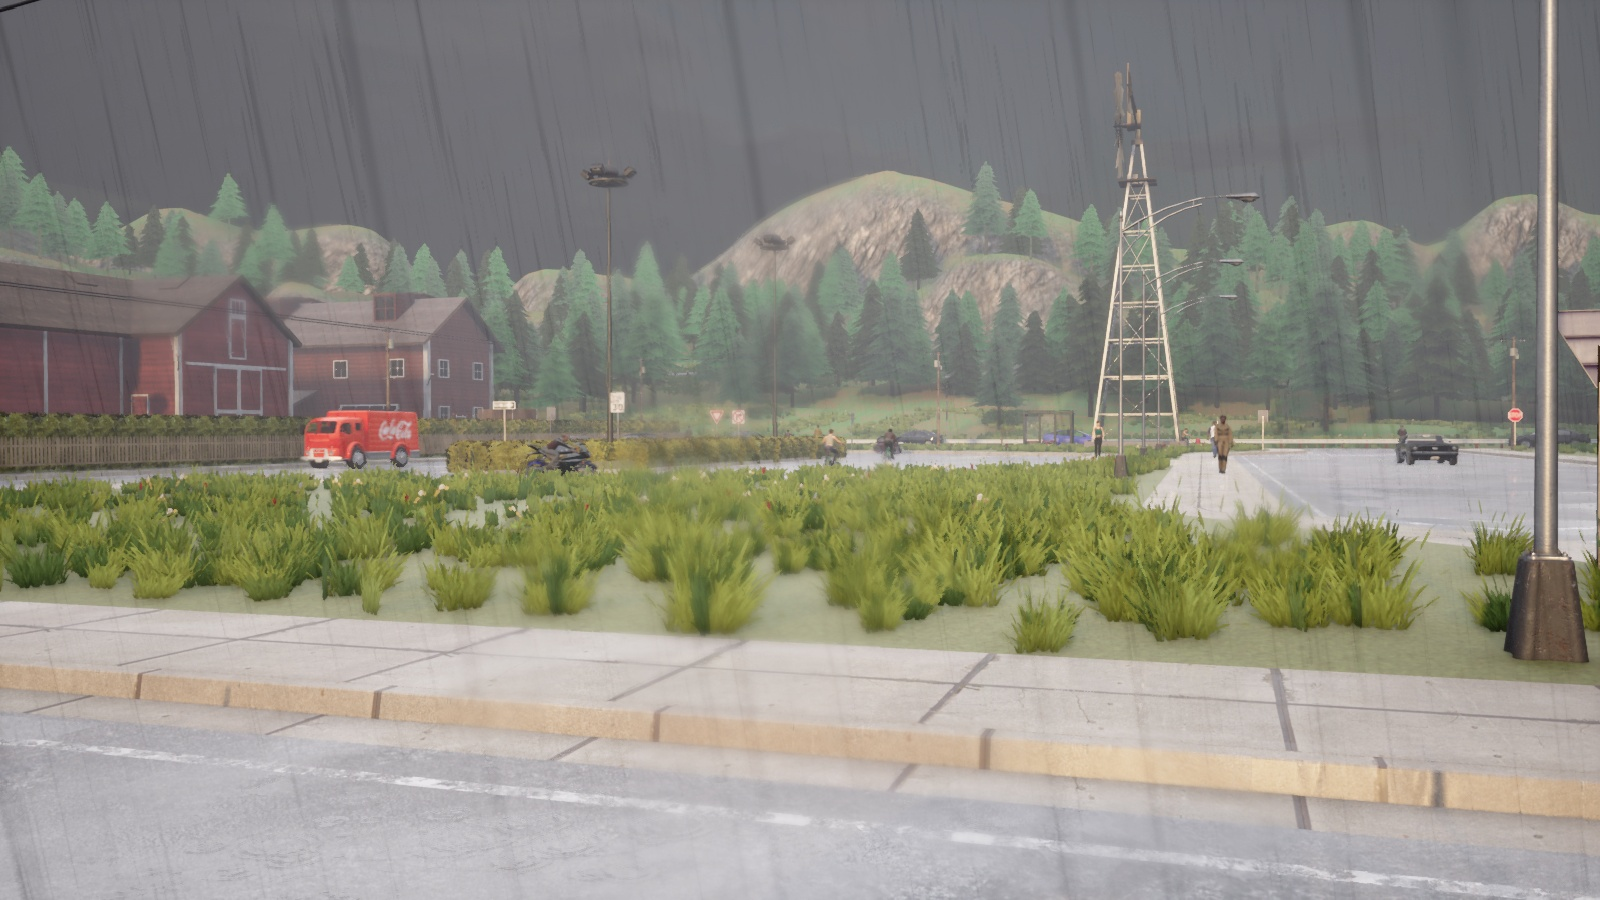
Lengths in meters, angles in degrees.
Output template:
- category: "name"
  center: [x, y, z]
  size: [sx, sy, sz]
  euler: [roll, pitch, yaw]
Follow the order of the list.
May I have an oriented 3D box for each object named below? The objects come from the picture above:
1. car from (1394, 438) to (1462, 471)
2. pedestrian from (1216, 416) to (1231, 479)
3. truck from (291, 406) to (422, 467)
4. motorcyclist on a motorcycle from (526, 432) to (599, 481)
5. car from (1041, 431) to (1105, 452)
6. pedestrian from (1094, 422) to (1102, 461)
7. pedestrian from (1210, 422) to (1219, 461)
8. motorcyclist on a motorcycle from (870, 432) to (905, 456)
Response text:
- category: "car"
  center: [26.658, 0.171, 53.466]
  size: [1.895, 1.301, 4.718]
  euler: [1, 1, 18]
- category: "pedestrian"
  center: [13.034, -0.088, 38.676]
  size: [0.396, 1.930, 0.692]
  euler: [0, 1, 17]
- category: "truck"
  center: [-18.824, -0.590, 53.657]
  size: [2.627, 2.467, 5.204]
  euler: [1, 1, 19]
- category: "motorcyclist on a motorcycle"
  center: [-7.469, 0.200, 39.589]
  size: [2.191, 1.530, 0.866]
  euler: [0, 0, -5]
- category: "car"
  center: [20.737, -0.678, 95.441]
  size: [4.514, 1.525, 2.007]
  euler: [1, 1, 19]
- category: "pedestrian"
  center: [14.130, -0.418, 59.497]
  size: [0.345, 1.836, 0.594]
  euler: [0, 1, 12]
- category: "pedestrian"
  center: [19.929, -0.410, 60.348]
  size: [0.354, 1.836, 0.706]
  euler: [1, 1, 21]
- category: "motorcyclist on a motorcycle"
  center: [5.539, -0.388, 79.320]
  size: [0.866, 1.530, 2.191]
  euler: [-2, 2, -43]
